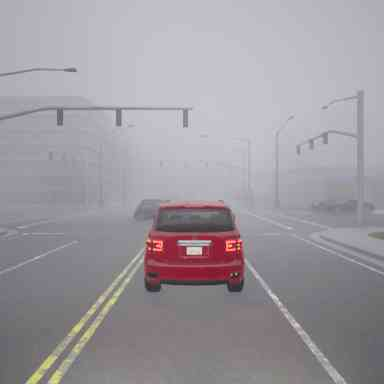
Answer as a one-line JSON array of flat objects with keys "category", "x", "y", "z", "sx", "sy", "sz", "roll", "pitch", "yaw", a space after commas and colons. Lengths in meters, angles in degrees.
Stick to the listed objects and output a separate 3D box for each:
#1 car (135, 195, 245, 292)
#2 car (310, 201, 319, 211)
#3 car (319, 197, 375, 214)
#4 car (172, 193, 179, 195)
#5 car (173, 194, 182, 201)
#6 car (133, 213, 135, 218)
[{"category": "car", "x": 0.056, "y": 1.221, "z": 9.064, "sx": 2.150, "sy": 2.045, "sz": 5.566, "roll": 0, "pitch": 0, "yaw": 0}, {"category": "car", "x": 16.090, "y": 1.352, "z": 38.609, "sx": 4.553, "sy": 1.767, "sz": 2.097, "roll": 0, "pitch": 0, "yaw": 0}, {"category": "car", "x": 16.550, "y": 1.478, "z": 35.102, "sx": 5.008, "sy": 1.535, "sz": 1.882, "roll": 0, "pitch": 0, "yaw": 0}, {"category": "car", "x": -3.677, "y": 1.352, "z": 54.854, "sx": 2.097, "sy": 1.767, "sz": 4.553, "roll": 0, "pitch": 0, "yaw": 0}, {"category": "car", "x": -3.650, "y": 1.355, "z": 84.525, "sx": 2.097, "sy": 1.767, "sz": 4.553, "roll": 0, "pitch": 0, "yaw": 0}, {"category": "car", "x": -2.001, "y": 1.321, "z": 24.975, "sx": 4.553, "sy": 1.767, "sz": 2.097, "roll": 0, "pitch": 0, "yaw": 4}]
